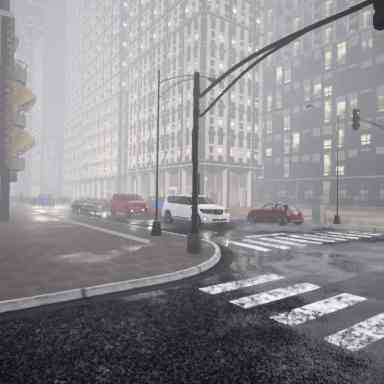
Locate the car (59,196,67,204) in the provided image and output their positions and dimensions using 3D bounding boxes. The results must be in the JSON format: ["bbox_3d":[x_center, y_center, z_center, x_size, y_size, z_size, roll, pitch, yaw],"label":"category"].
[{"bbox_3d":[-23.997,1.433,61.815,1.882,1.535,5.008,1,-1,-35],"label":"car"}]

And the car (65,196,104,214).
[{"bbox_3d":[-10.742,1.427,32.961,2.008,1.369,4.403,1,-1,-35],"label":"car"}]

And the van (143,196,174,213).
[{"bbox_3d":[-3.890,1.382,37.790,1.690,1.788,3.998,1,-1,-35],"label":"van"}]

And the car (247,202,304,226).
[{"bbox_3d":[5.872,1.505,23.938,1.967,1.590,4.097,1,-1,-35],"label":"car"}]

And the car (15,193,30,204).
[{"bbox_3d":[-30.263,1.155,60.665,2.192,1.841,5.009,1,-1,-35],"label":"car"}]

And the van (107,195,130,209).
[{"bbox_3d":[-10.398,1.368,47.024,1.690,1.788,3.998,1,-1,-35],"label":"van"}]

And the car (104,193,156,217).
[{"bbox_3d":[-5.687,1.155,30.297,2.150,2.045,5.566,1,-1,-35],"label":"car"}]

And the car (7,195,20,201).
[{"bbox_3d":[-40.029,1.377,74.514,2.008,1.369,4.403,1,-1,-35],"label":"car"}]

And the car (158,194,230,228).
[{"bbox_3d":[0.085,1.170,22.104,2.150,2.045,5.566,1,-1,-35],"label":"car"}]

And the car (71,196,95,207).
[{"bbox_3d":[-17.099,1.459,52.029,2.128,1.511,4.902,1,-1,-35],"label":"car"}]

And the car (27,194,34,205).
[{"bbox_3d":[-23.759,1.432,51.428,1.802,1.307,4.206,1,-1,-35],"label":"car"}]

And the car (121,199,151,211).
[{"bbox_3d":[-7.147,1.584,42.405,2.008,1.369,4.403,1,-1,-35],"label":"car"}]

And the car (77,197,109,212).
[{"bbox_3d":[-11.530,1.412,38.597,2.128,1.511,4.902,1,-1,-35],"label":"car"}]

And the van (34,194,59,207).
[{"bbox_3d":[-20.501,1.197,46.814,1.690,1.788,3.998,1,-1,-35],"label":"van"}]

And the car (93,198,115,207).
[{"bbox_3d":[-13.656,1.586,51.638,1.947,1.339,4.313,1,-1,-35],"label":"car"}]

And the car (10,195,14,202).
[{"bbox_3d":[-36.775,1.396,69.897,1.947,1.339,4.313,1,-1,-35],"label":"car"}]

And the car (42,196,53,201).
[{"bbox_3d":[-36.436,1.570,83.957,1.802,1.307,4.206,1,-1,-35],"label":"car"}]
